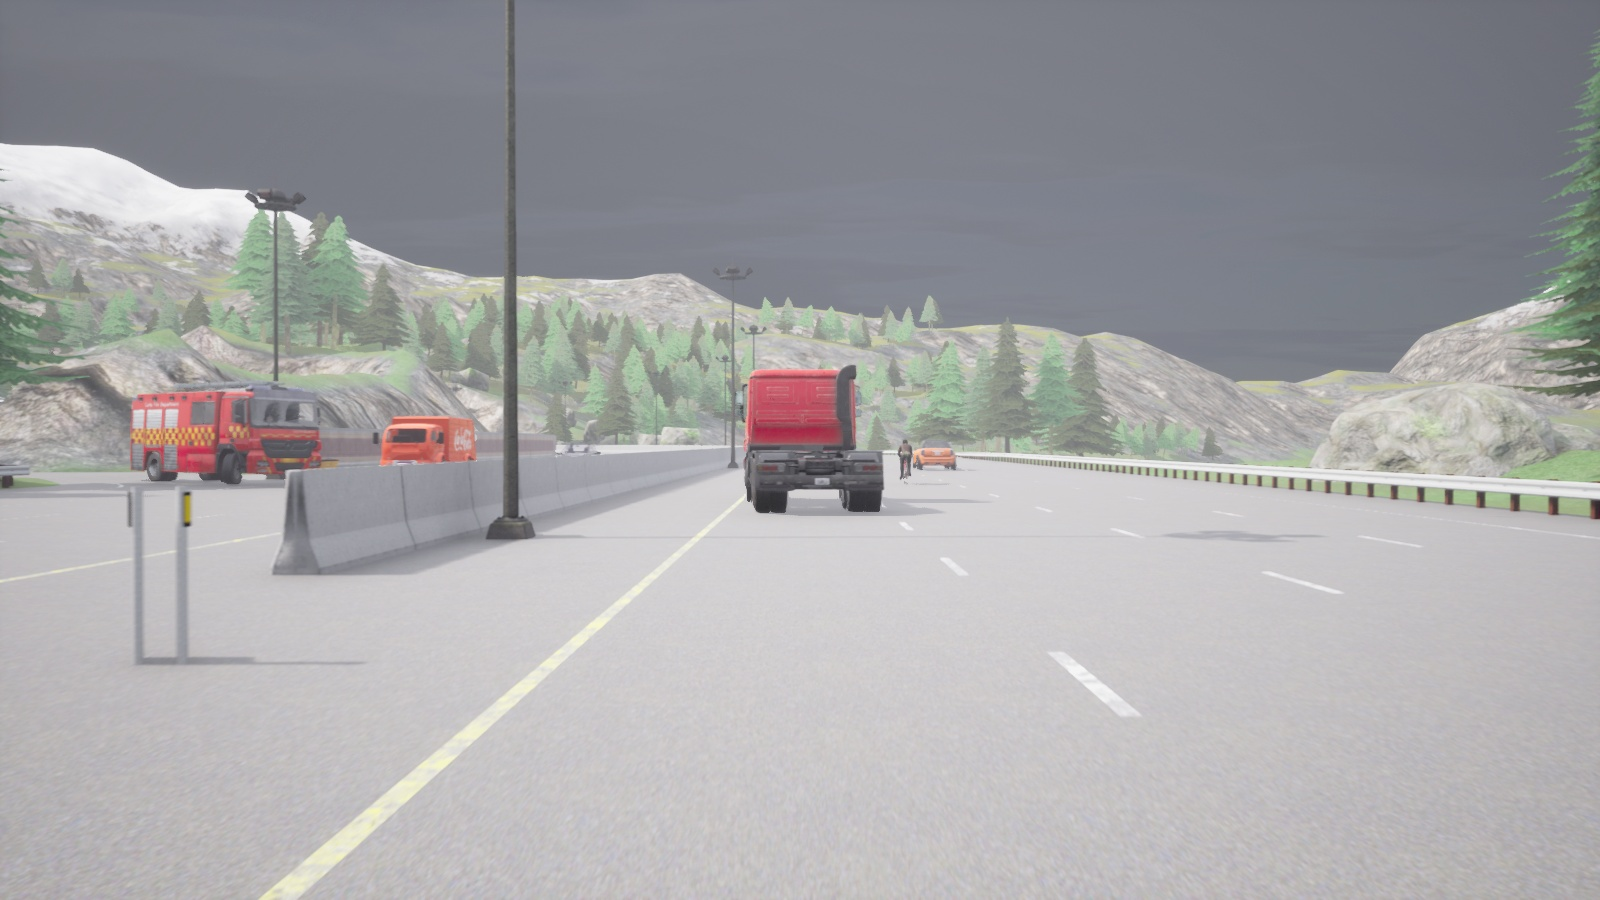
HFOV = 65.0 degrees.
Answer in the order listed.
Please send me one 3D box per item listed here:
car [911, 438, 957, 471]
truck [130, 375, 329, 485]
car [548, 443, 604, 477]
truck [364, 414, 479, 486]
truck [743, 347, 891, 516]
[{"bbox_3d":[7.434,0.215,70.161,2.097,1.767,4.553,0,0,0],"label":"car"},{"bbox_3d":[-21.497,-0.709,47.097,8.468,3.827,2.891,0,0,36],"label":"truck"},{"bbox_3d":[-10.145,0.430,57.089,1.845,1.501,3.633,0,0,0],"label":"car"},{"bbox_3d":[-13.711,-0.007,45.865,2.627,2.467,5.204,0,0,0],"label":"truck"},{"bbox_3d":[0.179,-0.404,29.869,2.891,3.462,7.936,0,0,-4],"label":"truck"}]
